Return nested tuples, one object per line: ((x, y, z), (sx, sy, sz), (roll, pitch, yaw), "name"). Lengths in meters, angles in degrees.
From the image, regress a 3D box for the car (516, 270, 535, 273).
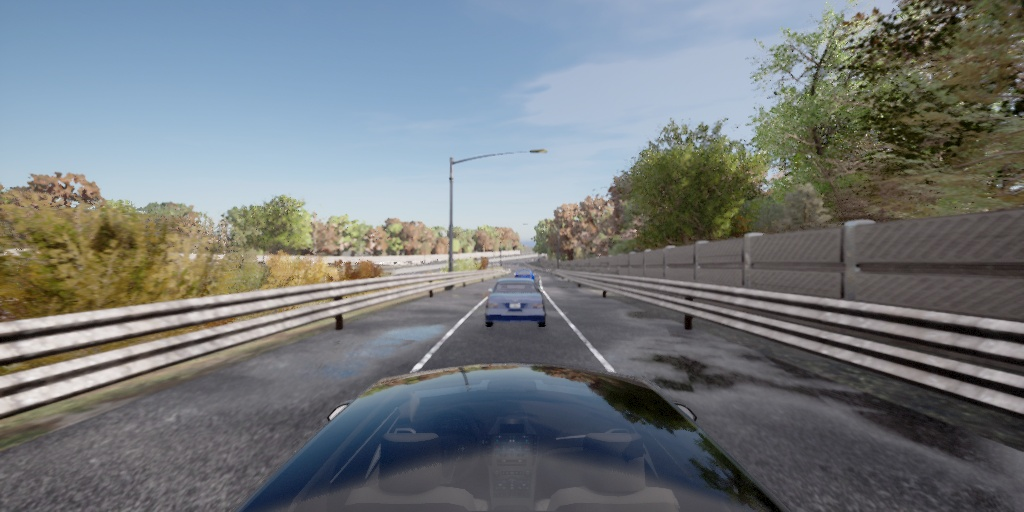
((1.187, 2.061, 34.294), (1.882, 1.535, 5.008), (0, -2, 4), "car")

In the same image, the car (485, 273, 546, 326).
((0.139, 1.455, 12.195), (2.033, 1.411, 5.357), (0, -1, 1), "car")
